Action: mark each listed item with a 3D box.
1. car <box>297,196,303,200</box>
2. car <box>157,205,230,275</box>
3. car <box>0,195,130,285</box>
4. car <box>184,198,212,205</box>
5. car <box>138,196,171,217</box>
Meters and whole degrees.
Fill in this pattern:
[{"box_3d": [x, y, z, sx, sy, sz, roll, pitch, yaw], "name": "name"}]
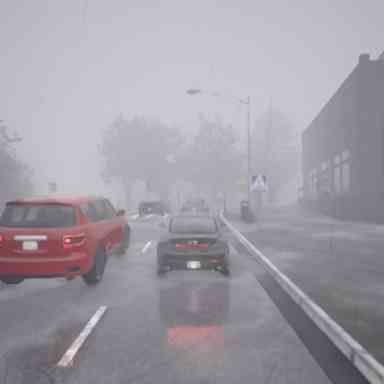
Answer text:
[{"box_3d": [27.103, 1.479, 79.087, 2.128, 1.511, 4.902, 1, -3, -20], "name": "car"}, {"box_3d": [0.020, 1.362, 9.961, 1.837, 1.490, 4.892, 0, 1, 0], "name": "car"}, {"box_3d": [-3.223, 1.097, 9.275, 2.150, 2.045, 5.566, 0, 1, 0], "name": "car"}, {"box_3d": [0.309, 1.126, 25.397, 1.994, 1.385, 4.181, 0, 1, 5], "name": "car"}, {"box_3d": [-2.840, 1.051, 26.326, 1.882, 1.535, 5.008, 0, 1, 5], "name": "car"}]
